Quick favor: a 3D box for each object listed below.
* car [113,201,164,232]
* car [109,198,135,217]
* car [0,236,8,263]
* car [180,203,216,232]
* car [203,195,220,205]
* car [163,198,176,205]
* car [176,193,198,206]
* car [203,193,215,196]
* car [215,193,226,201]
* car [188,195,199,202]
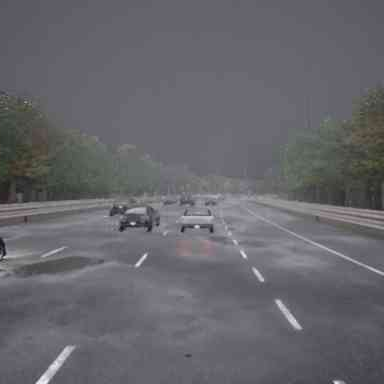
[{"bbox_3d":[-3.081,1.516,20.156,1.812,1.442,4.674,0,0,2],"label":"car"},{"bbox_3d":[-6.044,1.331,30.854,2.097,1.767,4.553,0,0,4],"label":"car"},{"bbox_3d":[-6.914,1.529,8.939,1.994,1.385,4.181,0,0,1],"label":"car"},{"bbox_3d":[0.375,1.610,20.383,1.895,1.301,4.718,0,0,2],"label":"car"},{"bbox_3d":[3.489,1.652,58.228,1.895,1.301,4.718,0,0,7],"label":"car"},{"bbox_3d":[-3.611,1.613,57.801,1.895,1.301,4.718,0,0,7],"label":"car"},{"bbox_3d":[-0.617,1.245,53.116,2.150,2.045,5.566,0,0,6],"label":"car"},{"bbox_3d":[3.992,1.655,84.757,2.033,1.411,5.357,0,0,10],"label":"car"},{"bbox_3d":[7.597,1.676,85.007,2.033,1.411,5.357,0,0,11],"label":"car"},{"bbox_3d":[0.400,1.620,84.567,2.128,1.511,4.902,0,0,10],"label":"car"}]
